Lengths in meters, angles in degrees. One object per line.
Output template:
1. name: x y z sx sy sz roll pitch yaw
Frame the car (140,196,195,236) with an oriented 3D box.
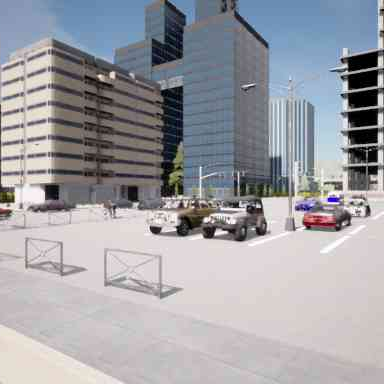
1. car: -0.257 1.153 17.266 1.932 1.855 4.605 0 0 34

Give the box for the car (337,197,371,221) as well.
1. car: 14.116 1.395 28.578 1.970 1.475 3.806 0 0 34

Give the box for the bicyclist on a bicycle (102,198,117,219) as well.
1. bicyclist on a bicycle: -6.500 1.302 26.216 1.656 1.620 0.582 0 0 34

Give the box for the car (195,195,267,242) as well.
1. car: 2.113 1.156 15.603 1.905 1.878 3.866 0 0 34

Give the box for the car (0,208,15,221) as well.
1. car: -16.047 1.601 25.024 1.895 1.301 4.718 0 0 34

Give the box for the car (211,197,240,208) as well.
1. car: 5.155 1.547 50.462 2.033 1.411 5.357 0 0 33

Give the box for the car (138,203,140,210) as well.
1. car: -4.845 1.564 41.798 1.994 1.385 4.181 0 0 34

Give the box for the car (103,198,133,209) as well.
1. car: -10.309 1.564 46.537 1.994 1.385 4.181 0 0 35

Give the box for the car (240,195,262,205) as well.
1. car: 10.415 1.352 58.340 2.097 1.767 4.553 0 0 34

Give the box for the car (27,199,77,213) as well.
1. car: -15.935 1.547 38.164 2.033 1.411 5.357 0 0 34
